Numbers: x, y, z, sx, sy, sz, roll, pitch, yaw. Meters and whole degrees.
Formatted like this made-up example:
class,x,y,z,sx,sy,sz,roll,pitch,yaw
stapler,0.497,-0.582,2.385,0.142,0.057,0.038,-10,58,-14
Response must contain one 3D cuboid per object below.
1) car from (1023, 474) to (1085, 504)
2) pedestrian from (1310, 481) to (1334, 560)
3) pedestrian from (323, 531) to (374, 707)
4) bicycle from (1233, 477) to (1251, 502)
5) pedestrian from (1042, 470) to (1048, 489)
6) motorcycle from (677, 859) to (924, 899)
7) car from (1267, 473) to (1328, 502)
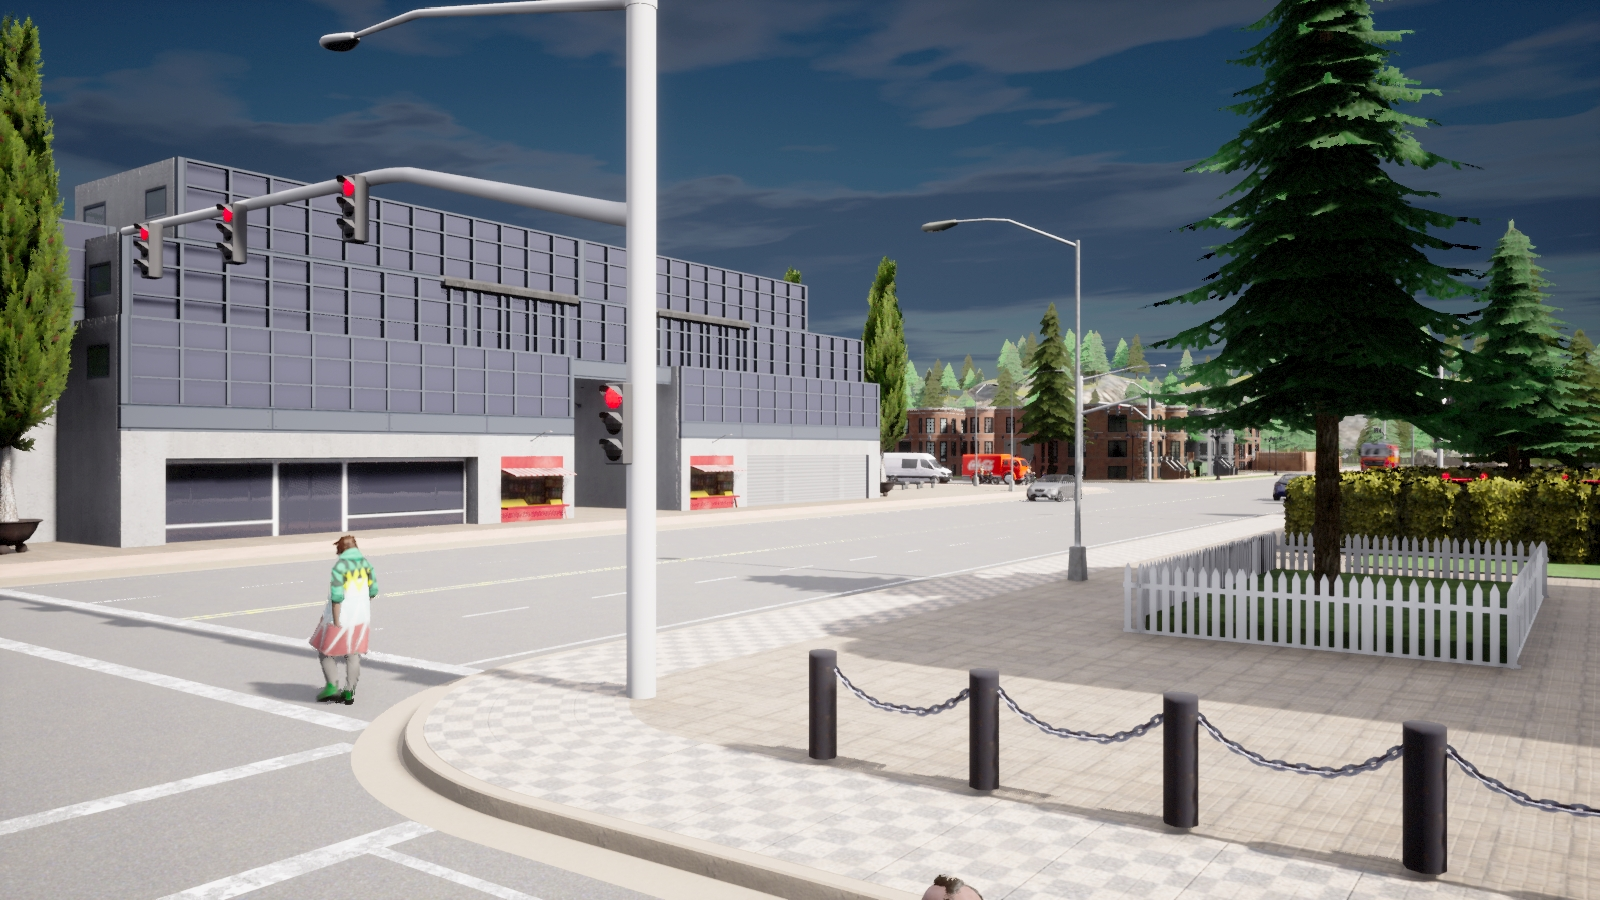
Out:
class,x,y,z,sx,sy,sz,roll,pitch,yaw
car,13.814,2.065,62.041,1.816,1.474,4.193,0,0,35
pedestrian,12.583,1.692,27.547,0.375,1.860,0.375,0,0,-21
pedestrian,-4.989,1.848,12.627,0.375,1.860,0.375,0,0,33
bicycle,24.334,2.158,62.852,0.859,1.276,1.487,0,0,23
pedestrian,16.502,1.976,76.978,0.375,1.300,0.375,0,0,9
motorcycle,0.509,2.205,3.428,2.209,1.251,0.867,0,0,35
car,27.765,2.063,63.661,2.163,1.488,4.792,0,0,35
